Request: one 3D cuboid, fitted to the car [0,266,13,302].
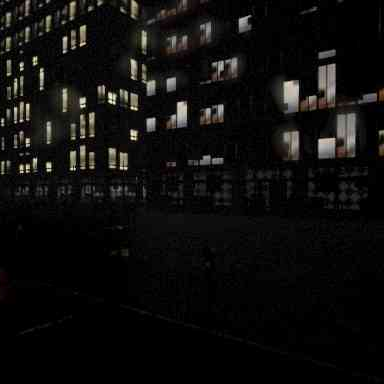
[{"bbox_3d":[-5.549,1.526,6.846,4.829,1.417,1.752,0,0,36],"label":"car"}]
